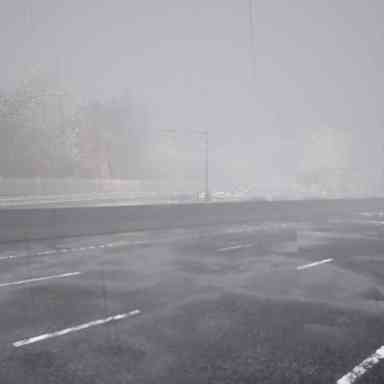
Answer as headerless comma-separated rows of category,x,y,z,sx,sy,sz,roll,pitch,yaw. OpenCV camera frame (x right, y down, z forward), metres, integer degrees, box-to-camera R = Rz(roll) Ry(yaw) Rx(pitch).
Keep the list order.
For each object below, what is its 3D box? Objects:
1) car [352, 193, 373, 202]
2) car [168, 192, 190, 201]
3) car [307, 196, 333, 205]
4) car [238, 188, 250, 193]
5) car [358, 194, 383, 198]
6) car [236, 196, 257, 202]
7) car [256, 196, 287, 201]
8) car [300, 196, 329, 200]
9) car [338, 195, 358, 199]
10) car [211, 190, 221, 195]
car,33.524,1.097,65.251,4.553,1.767,2.097,0,0,-40
car,-2.022,0.668,51.935,1.994,1.385,4.181,0,1,26
car,21.079,1.347,54.731,4.718,1.301,1.895,0,0,-40
car,12.413,-0.308,79.521,1.882,1.535,5.008,0,2,29
car,28.053,1.298,51.463,4.892,1.490,1.837,0,0,-40
car,7.881,1.236,43.597,5.008,1.535,1.882,0,0,-40
car,10.519,1.383,41.248,4.718,1.301,1.895,0,0,-40
car,13.903,1.297,39.521,4.902,1.511,2.128,0,0,-40
car,25.008,1.261,53.476,4.902,1.511,2.128,0,0,-40
car,4.960,0.316,65.957,1.812,1.442,4.674,0,2,28
